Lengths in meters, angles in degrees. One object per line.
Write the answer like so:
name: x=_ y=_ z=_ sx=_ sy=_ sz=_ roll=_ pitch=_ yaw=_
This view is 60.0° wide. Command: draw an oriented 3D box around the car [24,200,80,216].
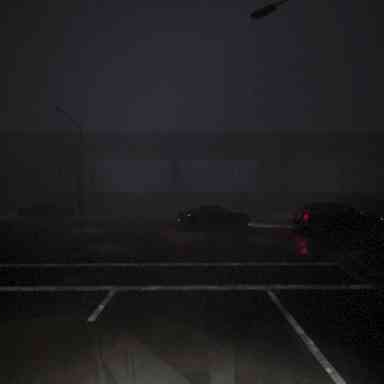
car: x=-13.518 y=1.522 z=32.216 sx=4.674 sy=1.442 sz=1.812 roll=0 pitch=0 yaw=0

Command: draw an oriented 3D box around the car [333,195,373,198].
car: x=14.681 y=1.349 z=28.533 sx=4.553 sy=1.767 sz=2.097 roll=0 pitch=0 yaw=0

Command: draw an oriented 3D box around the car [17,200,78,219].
car: x=-12.465 y=1.489 z=28.722 sx=4.902 sy=1.511 sz=2.128 roll=0 pitch=0 yaw=0

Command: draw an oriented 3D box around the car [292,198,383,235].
car: x=7.947 y=1.351 z=18.097 sx=4.553 sy=1.767 sz=2.097 roll=0 pitch=0 yaw=-1

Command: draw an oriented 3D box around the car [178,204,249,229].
car: x=1.399 y=1.524 z=21.246 sx=4.674 sy=1.442 sz=1.812 roll=0 pitch=-1 yaw=-20
